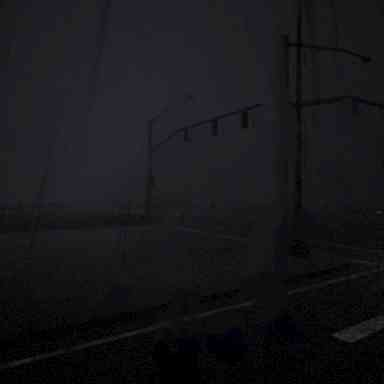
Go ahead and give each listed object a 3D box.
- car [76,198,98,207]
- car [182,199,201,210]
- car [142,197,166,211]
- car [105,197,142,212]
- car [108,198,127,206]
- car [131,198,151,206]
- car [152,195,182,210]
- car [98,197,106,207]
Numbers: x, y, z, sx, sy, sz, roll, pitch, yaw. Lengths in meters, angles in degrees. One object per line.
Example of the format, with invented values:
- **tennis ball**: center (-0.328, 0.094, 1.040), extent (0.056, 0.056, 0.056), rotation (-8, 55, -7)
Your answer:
- **car**: center (-17.805, 1.732, 55.313), extent (1.994, 1.385, 4.181), rotation (1, 0, -35)
- **car**: center (-0.843, 1.810, 49.266), extent (2.033, 1.411, 5.357), rotation (1, 0, -35)
- **car**: center (-5.720, 1.723, 44.007), extent (1.812, 1.442, 4.674), rotation (1, 0, -35)
- **car**: center (-8.788, 1.656, 42.289), extent (2.128, 1.511, 4.902), rotation (1, 0, -35)
- **car**: center (-14.067, 1.835, 62.284), extent (1.895, 1.301, 4.718), rotation (1, 0, -34)
- **car**: center (-9.565, 1.829, 61.894), extent (1.994, 1.385, 4.181), rotation (1, 0, -34)
- **car**: center (-4.207, 1.450, 47.988), extent (2.150, 2.045, 5.566), rotation (1, 0, -35)
- **car**: center (-14.711, 1.678, 57.005), extent (1.882, 1.535, 5.008), rotation (1, 0, -34)
